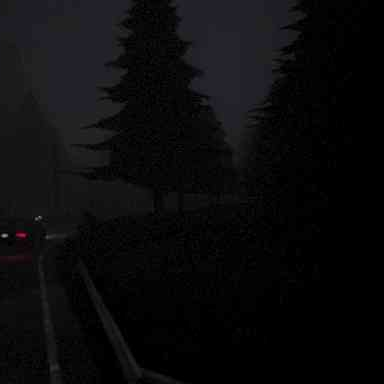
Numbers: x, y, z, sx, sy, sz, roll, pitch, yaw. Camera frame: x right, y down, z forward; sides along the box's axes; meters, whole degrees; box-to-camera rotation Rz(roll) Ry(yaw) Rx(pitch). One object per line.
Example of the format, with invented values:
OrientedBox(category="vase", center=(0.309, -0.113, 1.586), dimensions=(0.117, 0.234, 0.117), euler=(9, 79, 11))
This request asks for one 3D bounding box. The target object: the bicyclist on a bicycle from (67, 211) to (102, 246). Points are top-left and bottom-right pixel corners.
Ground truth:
OrientedBox(category="bicyclist on a bicycle", center=(-4.341, 1.641, 13.954), dimensions=(1.656, 1.620, 0.582), euler=(6, -9, -22))

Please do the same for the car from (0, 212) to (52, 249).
OrientedBox(category="car", center=(-8.545, 1.951, 16.448), dimensions=(2.033, 1.411, 5.357), euler=(-1, -1, -15))

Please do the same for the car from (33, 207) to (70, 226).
OrientedBox(category="car", center=(-12.003, 2.073, 27.107), dimensions=(2.097, 1.767, 4.553), euler=(-3, -2, 11))
